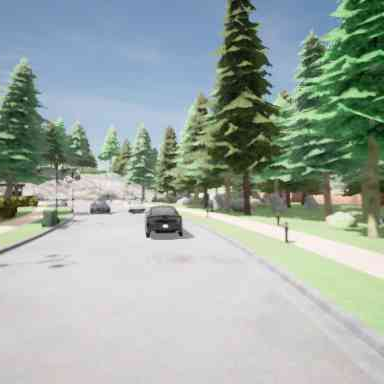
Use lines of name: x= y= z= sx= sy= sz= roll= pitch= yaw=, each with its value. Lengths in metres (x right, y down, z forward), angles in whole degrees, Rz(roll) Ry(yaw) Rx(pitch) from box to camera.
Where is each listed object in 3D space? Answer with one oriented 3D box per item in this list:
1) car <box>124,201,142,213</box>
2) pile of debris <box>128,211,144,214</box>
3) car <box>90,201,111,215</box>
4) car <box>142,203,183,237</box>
car: x=-6.465 y=1.626 z=37.103 sx=1.895 sy=1.301 sz=4.718 roll=0 pitch=0 yaw=-19
pile of debris: x=-6.058 y=2.199 z=35.987 sx=1.500 sy=0.140 sz=1.860 roll=0 pitch=0 yaw=-19
car: x=-9.576 y=1.600 z=34.689 sx=1.994 sy=1.385 sz=4.181 roll=0 pitch=0 yaw=-19
car: x=-1.656 y=1.485 z=18.360 sx=1.882 sy=1.535 sz=5.008 roll=0 pitch=0 yaw=-9
